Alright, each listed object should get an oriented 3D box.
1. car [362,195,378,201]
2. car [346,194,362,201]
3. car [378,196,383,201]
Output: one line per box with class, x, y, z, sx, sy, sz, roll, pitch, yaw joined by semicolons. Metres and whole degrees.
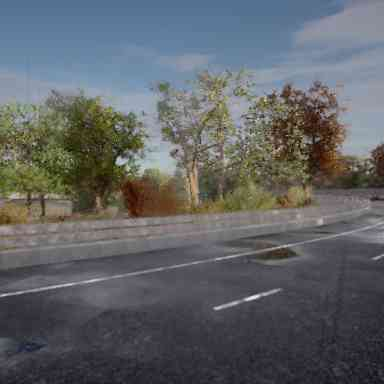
car;43.646;1.561;83.520;2.128;1.511;4.902;0;0;2
car;40.155;1.406;83.754;2.097;1.767;4.553;0;0;2
car;47.136;1.573;83.257;1.994;1.385;4.181;0;0;2
